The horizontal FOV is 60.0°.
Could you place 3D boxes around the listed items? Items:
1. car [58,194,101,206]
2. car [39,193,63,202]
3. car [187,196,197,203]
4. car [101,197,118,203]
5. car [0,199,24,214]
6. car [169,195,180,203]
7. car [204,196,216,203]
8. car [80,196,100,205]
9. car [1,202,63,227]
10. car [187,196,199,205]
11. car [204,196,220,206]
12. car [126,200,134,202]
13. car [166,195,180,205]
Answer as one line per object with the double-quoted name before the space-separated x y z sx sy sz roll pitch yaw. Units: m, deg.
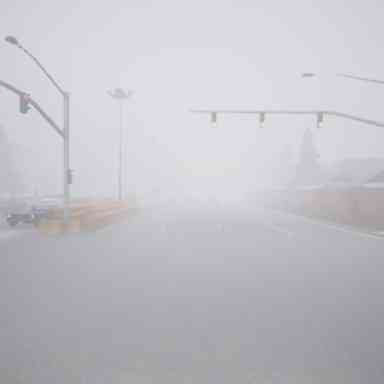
"car" -10.598 1.313 31.648 2.097 1.767 4.553 0 0 0
"car" -17.582 1.169 42.706 2.150 2.045 5.566 0 0 0
"car" 0.000 1.521 65.573 1.895 1.301 4.718 0 0 0
"car" -10.589 1.427 41.655 1.882 1.535 5.008 0 0 0
"car" -17.597 1.452 32.077 2.128 1.511 4.902 0 0 0
"car" -3.498 1.395 67.973 1.882 1.535 5.008 0 0 1
"car" 3.500 1.484 65.417 1.994 1.385 4.181 0 0 0
"car" -17.511 1.435 57.464 1.837 1.490 4.892 0 0 0
"car" -10.600 1.573 22.779 1.895 1.301 4.718 0 0 0
"car" 0.099 1.480 55.103 2.033 1.411 5.357 0 0 0
"car" 3.601 1.480 55.083 2.033 1.411 5.357 0 0 0
"car" -10.515 1.151 56.604 2.150 2.045 5.566 0 0 0
"car" -3.409 1.531 57.705 1.895 1.301 4.718 0 0 0
